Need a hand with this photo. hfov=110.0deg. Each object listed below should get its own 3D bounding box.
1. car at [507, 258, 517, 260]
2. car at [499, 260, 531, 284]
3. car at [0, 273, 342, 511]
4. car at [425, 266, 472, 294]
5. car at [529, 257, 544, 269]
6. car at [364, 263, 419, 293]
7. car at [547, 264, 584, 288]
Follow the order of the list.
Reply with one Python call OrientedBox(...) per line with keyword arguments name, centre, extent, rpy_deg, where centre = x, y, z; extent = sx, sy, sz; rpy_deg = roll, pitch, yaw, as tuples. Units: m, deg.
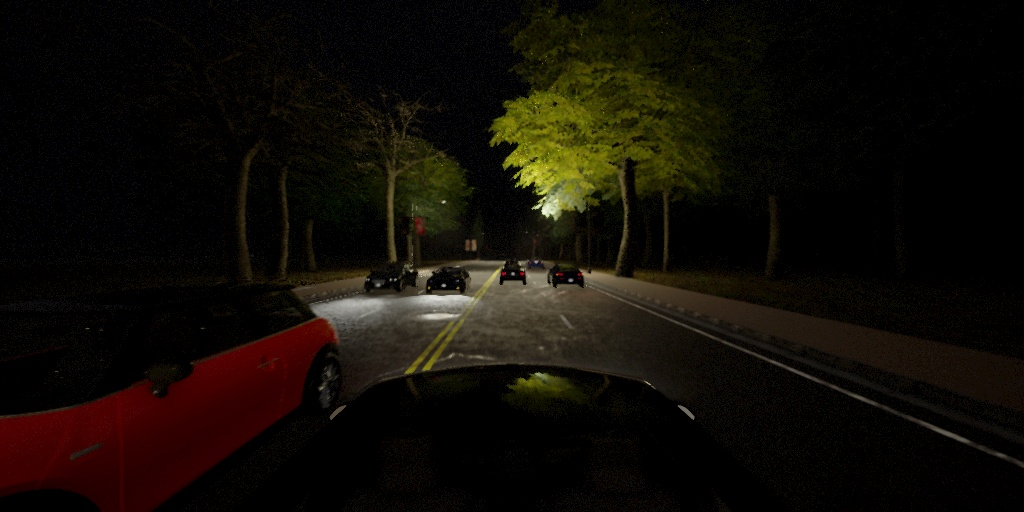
OrientedBox(name="car", centre=(-0.018, 1.055, 49.732), extent=(1.837, 1.490, 4.892), rpy_deg=(0, 0, 0))
OrientedBox(name="car", centre=(0.062, 1.198, 25.857), extent=(2.033, 1.411, 5.357), rpy_deg=(0, 0, 0))
OrientedBox(name="car", centre=(-3.343, 1.096, 2.920), extent=(2.097, 1.767, 4.553), rpy_deg=(0, 0, 0))
OrientedBox(name="car", centre=(-3.345, 1.240, 19.520), extent=(1.994, 1.385, 4.181), rpy_deg=(0, 0, 0))
OrientedBox(name="car", centre=(3.231, 0.902, 50.126), extent=(2.097, 1.767, 4.553), rpy_deg=(0, 0, 0))
OrientedBox(name="car", centre=(-6.591, 1.165, 20.136), extent=(2.128, 1.511, 4.902), rpy_deg=(0, 0, 0))
OrientedBox(name="car", centre=(3.327, 1.191, 22.604), extent=(1.812, 1.442, 4.674), rpy_deg=(0, 0, 0))
